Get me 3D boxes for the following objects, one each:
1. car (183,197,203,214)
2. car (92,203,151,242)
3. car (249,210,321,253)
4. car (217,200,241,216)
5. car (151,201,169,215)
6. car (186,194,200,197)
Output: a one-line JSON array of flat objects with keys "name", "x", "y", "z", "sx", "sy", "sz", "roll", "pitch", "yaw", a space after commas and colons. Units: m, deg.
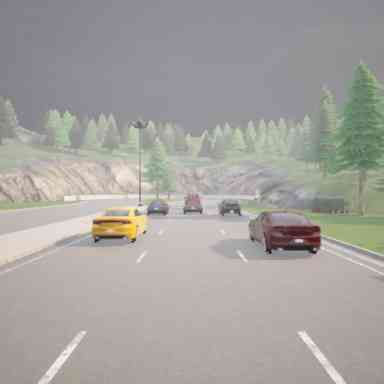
[{"name": "car", "x": 0.104, "y": 1.564, "z": 35.204, "sx": 1.994, "sy": 1.385, "sz": 4.181, "roll": 0, "pitch": 0, "yaw": 0}, {"name": "car", "x": -3.397, "y": 1.477, "z": 16.343, "sx": 1.882, "sy": 1.535, "sz": 5.008, "roll": 0, "pitch": 0, "yaw": 0}, {"name": "car", "x": 3.603, "y": 1.477, "z": 13.661, "sx": 1.882, "sy": 1.535, "sz": 5.008, "roll": 0, "pitch": 0, "yaw": 0}, {"name": "car", "x": 3.605, "y": 1.504, "z": 32.364, "sx": 1.837, "sy": 1.490, "sz": 4.892, "roll": 0, "pitch": 0, "yaw": 0}, {"name": "car", "x": -3.396, "y": 1.563, "z": 33.769, "sx": 1.994, "sy": 1.385, "sz": 4.181, "roll": 0, "pitch": 0, "yaw": 0}, {"name": "car", "x": 0.099, "y": 1.221, "z": 44.621, "sx": 2.150, "sy": 2.045, "sz": 5.566, "roll": 0, "pitch": 0, "yaw": 0}]
